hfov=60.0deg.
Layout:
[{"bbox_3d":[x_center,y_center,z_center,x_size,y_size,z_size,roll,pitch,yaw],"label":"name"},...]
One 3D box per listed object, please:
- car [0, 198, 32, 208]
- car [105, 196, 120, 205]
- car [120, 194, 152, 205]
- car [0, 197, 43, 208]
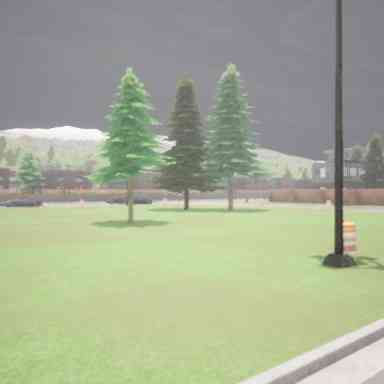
[{"bbox_3d":[-25.708,1.550,48.317,4.181,1.385,1.994,0,0,-36],"label":"car"},{"bbox_3d":[-12.588,1.466,57.707,4.892,1.490,1.837,0,-1,-33],"label":"car"},{"bbox_3d":[-9.137,1.308,55.700,4.553,1.767,2.097,0,0,-29],"label":"car"},{"bbox_3d":[-23.223,1.478,45.791,4.902,1.511,2.128,0,0,-36],"label":"car"}]
